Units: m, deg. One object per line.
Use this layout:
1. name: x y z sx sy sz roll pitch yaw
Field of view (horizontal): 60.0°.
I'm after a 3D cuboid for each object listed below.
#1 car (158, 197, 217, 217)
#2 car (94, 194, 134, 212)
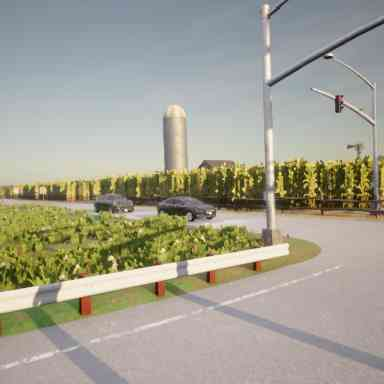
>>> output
1. car: -0.450 1.084 22.215 1.837 1.490 4.892 -3 2 -40
2. car: -7.088 0.971 30.031 2.097 1.767 4.553 -3 2 -40
